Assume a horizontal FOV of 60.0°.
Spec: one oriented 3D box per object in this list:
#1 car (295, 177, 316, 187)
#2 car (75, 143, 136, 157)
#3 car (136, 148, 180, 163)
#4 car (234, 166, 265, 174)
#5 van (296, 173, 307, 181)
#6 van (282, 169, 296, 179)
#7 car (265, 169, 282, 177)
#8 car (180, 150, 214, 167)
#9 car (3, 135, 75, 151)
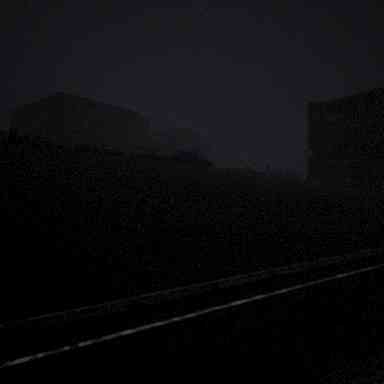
[{"bbox_3d":[21.361,-1.788,62.463,2.163,1.488,4.792,1,-2,37],"label":"car"},{"bbox_3d":[-7.819,-3.426,28.965,4.892,1.521,2.231,2,-1,-44],"label":"car"},{"bbox_3d":[-3.827,-3.425,32.945,4.553,1.767,2.185,2,-1,-45],"label":"car"},{"bbox_3d":[7.461,-2.752,45.171,2.002,1.452,4.674,0,-2,41],"label":"car"},{"bbox_3d":[18.082,-2.309,58.119,1.878,1.987,4.442,1,-2,38],"label":"van"},{"bbox_3d":[14.668,-2.565,53.765,1.878,1.987,4.442,1,-2,40],"label":"van"},{"bbox_3d":[11.051,-2.539,49.389,2.002,1.452,4.674,1,-2,40],"label":"car"},{"bbox_3d":[0.075,-3.402,36.979,2.435,2.045,5.566,0,-1,44],"label":"car"},{"bbox_3d":[-11.743,-3.493,25.224,4.674,1.452,2.002,1,-1,-42],"label":"car"}]
